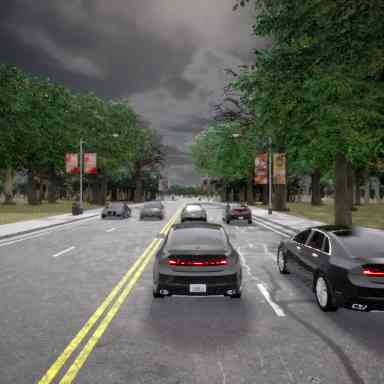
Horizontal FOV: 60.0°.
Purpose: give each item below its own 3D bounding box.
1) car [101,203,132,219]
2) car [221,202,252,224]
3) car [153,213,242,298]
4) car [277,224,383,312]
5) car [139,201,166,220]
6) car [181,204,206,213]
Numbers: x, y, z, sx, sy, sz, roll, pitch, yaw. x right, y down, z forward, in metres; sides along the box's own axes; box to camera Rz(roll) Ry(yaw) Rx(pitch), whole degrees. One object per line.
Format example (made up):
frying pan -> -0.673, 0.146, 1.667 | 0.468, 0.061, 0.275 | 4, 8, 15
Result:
car -> -6.562, 1.622, 29.226 | 1.994, 1.385, 4.181 | 0, 0, 0
car -> 3.384, 1.554, 25.438 | 1.837, 1.490, 4.892 | 0, 0, 0
car -> 0.111, 1.514, 8.503 | 1.837, 1.490, 4.892 | 0, 0, 0
car -> 3.360, 1.513, 7.703 | 1.837, 1.490, 4.892 | 0, 0, 0
car -> -3.314, 1.562, 28.592 | 1.837, 1.490, 4.892 | 0, 0, 0
car -> 0.133, 1.614, 25.878 | 1.994, 1.385, 4.181 | 0, 0, 0
